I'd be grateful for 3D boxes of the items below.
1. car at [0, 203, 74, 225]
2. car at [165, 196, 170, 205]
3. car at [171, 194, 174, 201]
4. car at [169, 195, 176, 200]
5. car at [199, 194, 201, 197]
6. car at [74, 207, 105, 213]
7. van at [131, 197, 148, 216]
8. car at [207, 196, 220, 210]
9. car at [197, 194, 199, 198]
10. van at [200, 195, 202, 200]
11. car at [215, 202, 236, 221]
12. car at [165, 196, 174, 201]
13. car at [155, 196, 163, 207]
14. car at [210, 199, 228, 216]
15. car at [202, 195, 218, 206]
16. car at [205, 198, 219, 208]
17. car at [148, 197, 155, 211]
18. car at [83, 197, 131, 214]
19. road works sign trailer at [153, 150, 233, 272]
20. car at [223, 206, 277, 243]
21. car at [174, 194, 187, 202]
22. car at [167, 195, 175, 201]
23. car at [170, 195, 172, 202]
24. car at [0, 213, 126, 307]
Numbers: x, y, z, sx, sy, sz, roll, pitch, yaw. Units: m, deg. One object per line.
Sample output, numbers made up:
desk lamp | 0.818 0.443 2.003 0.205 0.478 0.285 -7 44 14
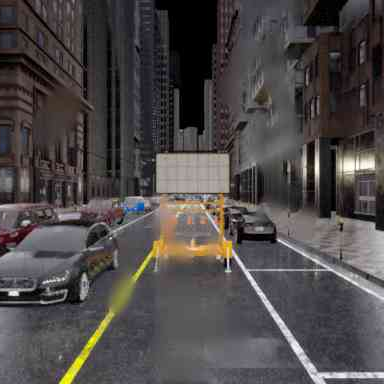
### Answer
car | -5.735 1.316 10.275 2.192 1.841 5.009 0 0 0
car | -5.611 1.470 60.691 1.967 1.590 4.097 0 0 0
car | -5.583 1.605 71.894 1.947 1.339 4.313 0 0 0
car | -5.527 1.606 94.300 1.887 1.381 4.507 0 0 0
car | 2.942 1.621 71.889 1.802 1.307 4.206 0 0 0
car | -5.722 1.584 15.876 1.802 1.307 4.206 0 0 0
van | -5.680 1.350 32.681 1.690 1.788 3.998 0 0 0
car | 2.845 1.449 32.675 1.967 1.590 4.097 0 0 0
car | 2.998 1.606 94.297 1.887 1.381 4.507 0 0 0
van | 2.915 1.370 60.685 1.690 1.788 3.998 0 0 0
car | 2.817 1.570 21.470 1.947 1.339 4.313 0 0 0
car | -5.555 1.601 83.097 2.008 1.369 4.403 0 0 0
car | -5.639 1.461 49.487 1.967 1.590 4.097 0 0 0
car | 2.831 1.557 27.072 2.008 1.369 4.403 0 0 0
car | 2.873 1.331 43.878 2.192 1.841 5.009 0 0 0
car | 2.886 1.602 49.481 1.802 1.307 4.206 0 0 0
car | -5.667 1.538 38.113 1.752 1.417 4.829 0 0 0
car | -5.707 1.319 21.479 2.192 1.841 5.009 0 0 0
road works sign trailer | 0.025 0.465 10.726 2.380 3.560 2.880 0 0 0
car | 2.803 1.568 15.868 1.947 1.339 4.313 0 0 0
car | -2.798 1.526 81.745 1.882 1.535 5.008 0 0 0
car | -5.542 1.581 88.528 1.752 1.417 4.829 0 0 0
car | -5.597 1.616 66.291 1.802 1.307 4.206 0 0 0
car | -3.082 1.505 8.190 1.837 1.490 4.892 0 0 0
